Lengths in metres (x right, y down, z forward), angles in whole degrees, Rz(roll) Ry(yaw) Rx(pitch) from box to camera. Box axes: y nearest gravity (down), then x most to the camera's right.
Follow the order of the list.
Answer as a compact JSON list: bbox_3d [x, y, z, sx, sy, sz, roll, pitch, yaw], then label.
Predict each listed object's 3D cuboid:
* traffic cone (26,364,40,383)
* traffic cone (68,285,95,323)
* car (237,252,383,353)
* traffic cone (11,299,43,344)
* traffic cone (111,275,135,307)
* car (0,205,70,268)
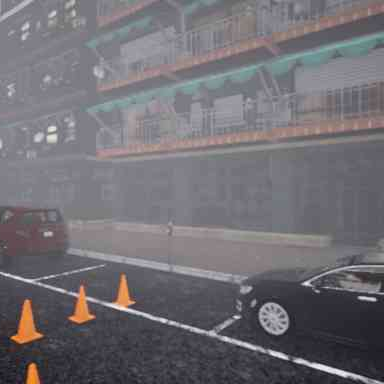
[{"bbox_3d":[-1.553,1.976,3.240,0.340,0.580,0.340,0,0,36],"label":"traffic cone"},{"bbox_3d":[-2.002,1.994,6.033,0.340,0.580,0.340,0,0,36],"label":"traffic cone"},{"bbox_3d":[2.795,1.591,4.996,4.403,1.369,2.008,0,-1,36],"label":"car"},{"bbox_3d":[-2.588,1.987,5.223,0.340,0.580,0.340,0,0,36],"label":"traffic cone"},{"bbox_3d":[-1.416,2.000,6.844,0.340,0.580,0.340,0,0,36],"label":"traffic cone"},{"bbox_3d":[-6.341,1.382,11.601,5.009,1.841,2.192,0,-1,36],"label":"car"}]
